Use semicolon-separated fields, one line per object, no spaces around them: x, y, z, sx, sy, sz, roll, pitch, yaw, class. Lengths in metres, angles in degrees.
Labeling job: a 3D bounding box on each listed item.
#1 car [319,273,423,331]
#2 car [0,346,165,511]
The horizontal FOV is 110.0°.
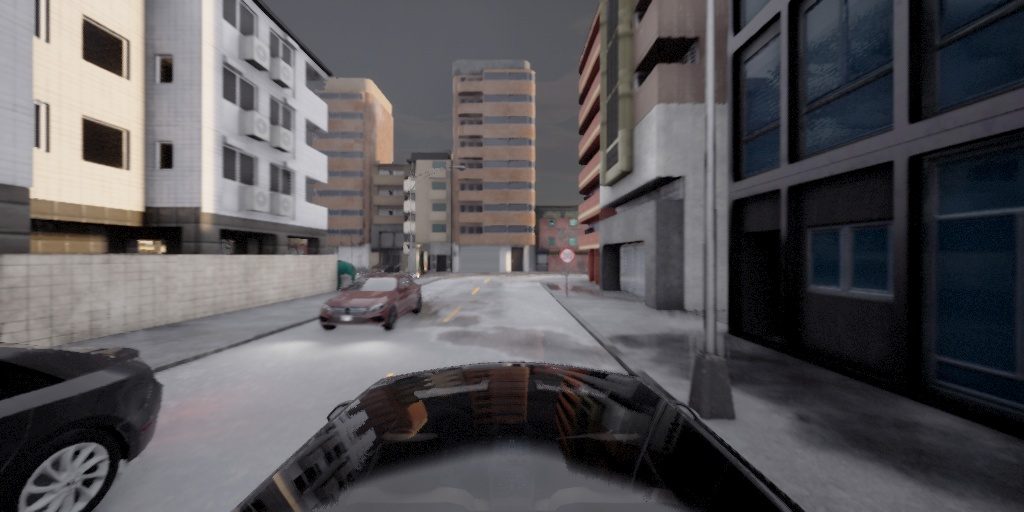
-4.079;1.273;11.194;1.812;1.442;4.674;0;0;0;car
-4.098;1.252;1.204;1.837;1.490;4.892;0;0;0;car
